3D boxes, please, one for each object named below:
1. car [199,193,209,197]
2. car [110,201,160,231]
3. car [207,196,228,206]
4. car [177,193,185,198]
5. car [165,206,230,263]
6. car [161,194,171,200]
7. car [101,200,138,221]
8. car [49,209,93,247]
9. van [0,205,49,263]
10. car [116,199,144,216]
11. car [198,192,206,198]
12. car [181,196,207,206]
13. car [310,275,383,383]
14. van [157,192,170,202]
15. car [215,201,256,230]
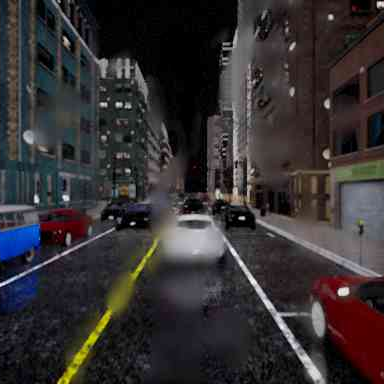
[{"bbox_3d":[2.696,1.201,63.509,1.802,1.307,4.206,0,0,0],"label":"car"},{"bbox_3d":[-3.095,1.442,19.303,1.994,1.385,4.181,0,0,0],"label":"car"},{"bbox_3d":[2.697,1.372,31.105,1.947,1.339,4.313,0,0,0],"label":"car"},{"bbox_3d":[-3.002,0.957,93.279,1.837,1.490,4.892,0,0,0],"label":"car"},{"bbox_3d":[0.084,1.452,11.582,1.812,1.442,4.674,0,0,0],"label":"car"},{"bbox_3d":[-5.685,1.102,74.566,1.887,1.381,4.507,0,0,0],"label":"car"},{"bbox_3d":[-5.684,1.405,25.593,1.947,1.339,4.313,0,0,0],"label":"car"},{"bbox_3d":[-5.684,1.452,14.546,1.887,1.381,4.507,0,0,0],"label":"car"},{"bbox_3d":[-5.682,1.283,9.022,1.690,1.788,3.998,0,0,0],"label":"van"},{"bbox_3d":[-5.684,1.388,31.116,1.802,1.307,4.206,0,0,0],"label":"car"},{"bbox_3d":[2.696,0.909,91.147,1.967,1.590,4.097,0,0,0],"label":"car"},{"bbox_3d":[0.088,1.325,28.634,1.837,1.490,4.892,0,0,0],"label":"car"},{"bbox_3d":[2.698,1.522,3.487,1.887,1.381,4.507,0,0,0],"label":"car"},{"bbox_3d":[-5.683,0.960,63.509,1.690,1.788,3.998,0,0,0],"label":"van"},{"bbox_3d":[2.697,1.439,20.058,1.947,1.339,4.313,0,0,0],"label":"car"}]
